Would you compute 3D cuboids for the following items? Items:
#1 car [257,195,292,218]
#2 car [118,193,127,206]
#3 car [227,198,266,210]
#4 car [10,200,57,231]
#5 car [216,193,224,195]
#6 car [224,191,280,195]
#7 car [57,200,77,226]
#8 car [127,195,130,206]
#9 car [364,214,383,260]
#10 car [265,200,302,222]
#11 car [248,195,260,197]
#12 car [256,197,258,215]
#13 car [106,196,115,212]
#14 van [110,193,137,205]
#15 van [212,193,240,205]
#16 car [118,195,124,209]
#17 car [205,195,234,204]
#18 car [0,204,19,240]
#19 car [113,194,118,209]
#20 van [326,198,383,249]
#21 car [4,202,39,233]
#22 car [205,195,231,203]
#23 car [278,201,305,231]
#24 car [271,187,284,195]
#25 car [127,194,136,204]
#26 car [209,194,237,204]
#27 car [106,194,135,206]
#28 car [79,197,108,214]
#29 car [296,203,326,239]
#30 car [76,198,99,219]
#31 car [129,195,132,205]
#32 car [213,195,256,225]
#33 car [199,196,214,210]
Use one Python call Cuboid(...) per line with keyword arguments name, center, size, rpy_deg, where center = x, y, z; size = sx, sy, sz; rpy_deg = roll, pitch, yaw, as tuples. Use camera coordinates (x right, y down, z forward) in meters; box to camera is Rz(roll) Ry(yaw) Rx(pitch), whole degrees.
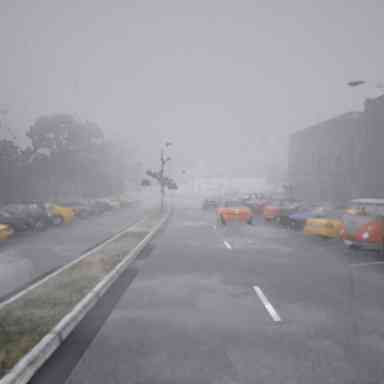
Cuboid(name="car", center=(7.622, 1.339, 24.732), size=(4.553, 1.767, 2.185), rpy_deg=(1, 0, -21))
Cuboid(name="car", center=(-11.285, 1.365, 43.004), size=(4.553, 1.767, 2.185), rpy_deg=(-1, 0, -23))
Cuboid(name="car", center=(6.998, 1.488, 42.853), size=(4.674, 1.452, 2.002), rpy_deg=(1, 0, -23))
Cuboid(name="car", center=(-10.471, 1.371, 19.319), size=(4.553, 1.767, 2.185), rpy_deg=(-1, 0, -21))
Cuboid(name="car", center=(6.221, 1.439, 54.908), size=(4.892, 1.521, 2.231), rpy_deg=(1, 0, -25))
Cuboid(name="car", center=(7.134, 1.199, 39.816), size=(5.566, 2.045, 2.435), rpy_deg=(1, 0, -23))
Cuboid(name="car", center=(-10.534, 1.496, 22.274), size=(5.008, 1.535, 2.097), rpy_deg=(-1, 0, -21))
Cuboid(name="car", center=(-11.488, 1.530, 45.949), size=(4.674, 1.452, 2.002), rpy_deg=(-1, 0, -23))
Cuboid(name="car", center=(7.789, 1.507, 9.668), size=(4.792, 1.488, 2.163), rpy_deg=(1, 0, -20))
Cuboid(name="car", center=(7.680, 1.469, 21.713), size=(4.892, 1.521, 2.231), rpy_deg=(1, 0, -21))
Cuboid(name="car", center=(7.295, 1.454, 36.812), size=(5.008, 1.535, 2.097), rpy_deg=(1, 0, -23))
Cuboid(name="car", center=(7.497, 1.459, 30.778), size=(5.008, 1.535, 2.097), rpy_deg=(1, 0, -22))
Cuboid(name="car", center=(-10.870, 1.492, 34.120), size=(5.008, 1.535, 2.097), rpy_deg=(-1, 0, -22))
Cuboid(name="van", center=(-12.556, 1.260, 60.761), size=(4.442, 1.987, 1.878), rpy_deg=(-1, 0, -25))
Cuboid(name="van", center=(5.871, 1.208, 57.867), size=(4.442, 1.987, 1.878), rpy_deg=(1, 0, -25))
Cuboid(name="car", center=(-11.320, 1.491, 39.962), size=(5.366, 1.575, 1.946), rpy_deg=(-1, 0, -23))
Cuboid(name="car", center=(5.266, 1.425, 63.855), size=(5.366, 1.575, 1.946), rpy_deg=(1, 0, -26))
Cuboid(name="car", center=(-10.277, 1.494, 13.441), size=(5.366, 1.575, 1.946), rpy_deg=(-1, 0, -20))
Cuboid(name="car", center=(-11.037, 1.367, 37.071), size=(4.553, 1.767, 2.185), rpy_deg=(-1, 0, -22))
Cuboid(name="van", center=(7.652, 1.248, 12.623), size=(4.442, 1.987, 1.878), rpy_deg=(1, 0, -20))
Cuboid(name="car", center=(-10.463, 1.499, 16.341), size=(4.892, 1.521, 2.231), rpy_deg=(-1, 0, -20))
Cuboid(name="car", center=(5.322, 1.463, 66.915), size=(4.792, 1.488, 2.163), rpy_deg=(1, 0, -26))
Cuboid(name="car", center=(7.735, 1.470, 18.694), size=(5.008, 1.535, 2.097), rpy_deg=(1, 0, -21))
Cuboid(name="car", center=(19.963, 0.140, 79.096), size=(2.002, 1.452, 4.674), rpy_deg=(-7, 4, -30))
Cuboid(name="car", center=(-11.741, 1.483, 51.938), size=(5.366, 1.575, 1.946), rpy_deg=(-1, 0, -24))
Cuboid(name="car", center=(5.742, 1.307, 60.940), size=(4.553, 1.767, 2.185), rpy_deg=(1, 0, -25))
Cuboid(name="car", center=(-12.360, 1.362, 57.773), size=(4.553, 1.767, 2.185), rpy_deg=(-1, 0, -25))
Cuboid(name="car", center=(-10.740, 1.523, 31.177), size=(4.792, 1.488, 2.163), rpy_deg=(-1, 0, -22))
Cuboid(name="car", center=(7.918, 1.472, 15.751), size=(5.366, 1.575, 1.946), rpy_deg=(1, 0, -20))
Cuboid(name="car", center=(-10.705, 1.524, 28.183), size=(4.792, 1.488, 2.163), rpy_deg=(-1, 0, -21))
Cuboid(name="car", center=(-11.688, 1.530, 48.904), size=(4.674, 1.452, 2.002), rpy_deg=(-1, 0, -24))
Cuboid(name="car", center=(2.967, 1.337, 24.315), size=(2.097, 1.767, 4.553), rpy_deg=(0, 0, -1))
Cuboid(name="car", center=(2.306, 1.477, 42.648), size=(1.837, 1.490, 4.892), rpy_deg=(0, 0, -3))
